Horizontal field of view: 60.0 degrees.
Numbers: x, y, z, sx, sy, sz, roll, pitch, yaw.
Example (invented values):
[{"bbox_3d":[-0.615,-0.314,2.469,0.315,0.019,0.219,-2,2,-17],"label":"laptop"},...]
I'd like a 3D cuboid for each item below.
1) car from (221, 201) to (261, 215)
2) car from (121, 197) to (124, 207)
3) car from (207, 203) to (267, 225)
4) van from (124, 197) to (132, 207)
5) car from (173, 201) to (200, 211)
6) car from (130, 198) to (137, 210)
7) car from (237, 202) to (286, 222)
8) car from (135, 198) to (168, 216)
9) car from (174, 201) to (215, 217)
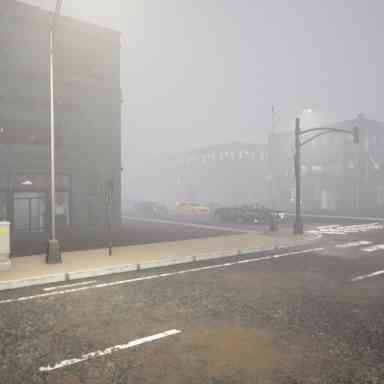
[{"bbox_3d":[5.606,1.809,38.301,2.008,1.369,4.403,-2,0,-35],"label":"car"},{"bbox_3d":[-13.639,1.939,65.370,2.192,1.841,5.009,-1,0,-35],"label":"car"},{"bbox_3d":[3.510,1.814,26.575,1.947,1.339,4.313,-1,0,-35],"label":"car"},{"bbox_3d":[-10.431,1.906,60.859,1.690,1.788,3.998,-1,0,-35],"label":"van"},{"bbox_3d":[-0.805,1.965,47.324,1.802,1.307,4.206,-2,0,-35],"label":"car"},{"bbox_3d":[-6.105,1.930,44.821,1.882,1.535,5.008,-1,0,-35],"label":"car"},{"bbox_3d":[5.686,1.713,28.208,2.128,1.511,4.902,-1,0,-35],"label":"car"},{"bbox_3d":[-4.433,1.846,37.956,1.967,1.590,4.097,-1,0,-35],"label":"car"},{"bbox_3d":[-0.111,1.814,36.372,1.882,1.535,5.008,-1,0,-36],"label":"car"}]
